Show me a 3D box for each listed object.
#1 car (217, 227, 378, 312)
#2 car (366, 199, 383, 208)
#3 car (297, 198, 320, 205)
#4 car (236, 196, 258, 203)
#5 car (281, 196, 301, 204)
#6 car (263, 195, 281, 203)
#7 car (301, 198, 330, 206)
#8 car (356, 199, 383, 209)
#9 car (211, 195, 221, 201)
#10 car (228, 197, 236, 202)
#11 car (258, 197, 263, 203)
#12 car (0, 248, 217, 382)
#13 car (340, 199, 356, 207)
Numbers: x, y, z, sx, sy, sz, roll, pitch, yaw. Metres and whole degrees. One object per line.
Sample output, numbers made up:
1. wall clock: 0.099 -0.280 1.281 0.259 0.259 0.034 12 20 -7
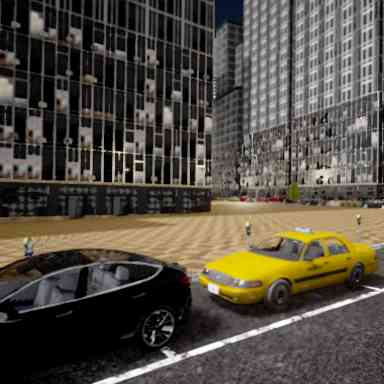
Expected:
1. car: 2.409 1.525 7.691 4.829 1.417 1.752 0 1 -34
2. car: 30.102 1.813 52.517 2.008 1.369 4.403 1 -1 -22
3. car: 23.889 1.898 68.108 2.008 1.369 4.403 1 -1 -22
4. car: 12.437 1.696 75.563 1.967 1.590 4.097 1 -1 -22
5. car: 18.648 1.611 59.979 1.967 1.590 4.097 1 -1 -22
6. car: 19.749 1.720 78.504 2.192 1.841 5.009 1 -1 -22
7. car: 20.717 1.693 54.783 2.008 1.369 4.403 1 -1 -22
8. car: 24.857 1.636 44.394 2.008 1.369 4.403 1 -1 -22
9. car: 6.228 1.657 91.148 2.192 1.841 5.009 1 -1 -22
10. car: 10.429 1.809 80.598 1.752 1.417 4.829 1 -1 -22
11. car: 17.674 2.015 83.698 1.802 1.307 4.206 1 -1 -22
12. car: -1.977 1.563 4.665 4.313 1.339 1.947 0 1 -35
13. car: 27.968 1.817 57.872 1.752 1.417 4.829 1 -1 -22
